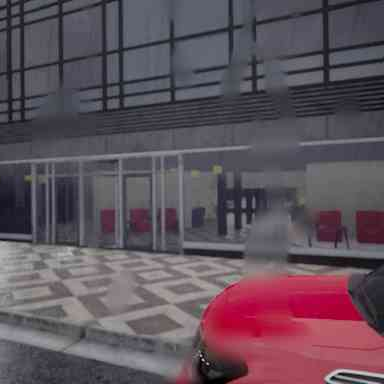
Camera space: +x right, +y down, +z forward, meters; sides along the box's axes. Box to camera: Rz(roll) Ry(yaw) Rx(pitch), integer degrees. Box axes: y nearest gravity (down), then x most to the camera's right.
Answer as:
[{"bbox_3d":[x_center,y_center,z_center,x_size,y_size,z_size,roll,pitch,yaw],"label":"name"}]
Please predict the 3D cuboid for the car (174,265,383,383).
[{"bbox_3d":[2.631,1.223,2.242,5.566,2.045,2.150,0,0,22],"label":"car"}]
